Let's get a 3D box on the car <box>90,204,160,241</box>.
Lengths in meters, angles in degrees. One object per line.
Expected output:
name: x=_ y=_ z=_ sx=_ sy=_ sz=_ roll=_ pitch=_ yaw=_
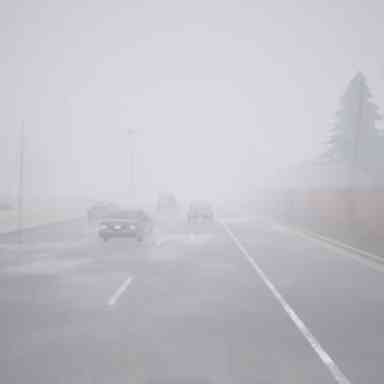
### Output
car: x=-3.072 y=1.534 z=16.494 sx=2.033 sy=1.411 sz=5.357 roll=0 pitch=0 yaw=1

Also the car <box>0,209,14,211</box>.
car: x=-17.021 y=1.421 z=28.090 sx=2.128 sy=1.511 sz=4.902 roll=0 pitch=0 yaw=1

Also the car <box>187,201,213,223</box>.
car: x=0.628 y=1.602 z=25.734 sx=1.895 sy=1.301 sz=4.718 roll=0 pitch=0 yaw=1

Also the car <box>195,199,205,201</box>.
car: x=0.949 y=1.566 z=40.466 sx=1.994 sy=1.385 sz=4.181 roll=0 pitch=0 yaw=1

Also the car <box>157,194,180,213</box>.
car: x=-2.632 y=1.209 z=36.810 sx=2.150 sy=2.045 sz=5.566 roll=0 pitch=0 yaw=1

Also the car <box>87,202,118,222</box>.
car: x=-6.381 y=1.464 z=25.196 sx=2.128 sy=1.511 sz=4.902 roll=0 pitch=0 yaw=1
